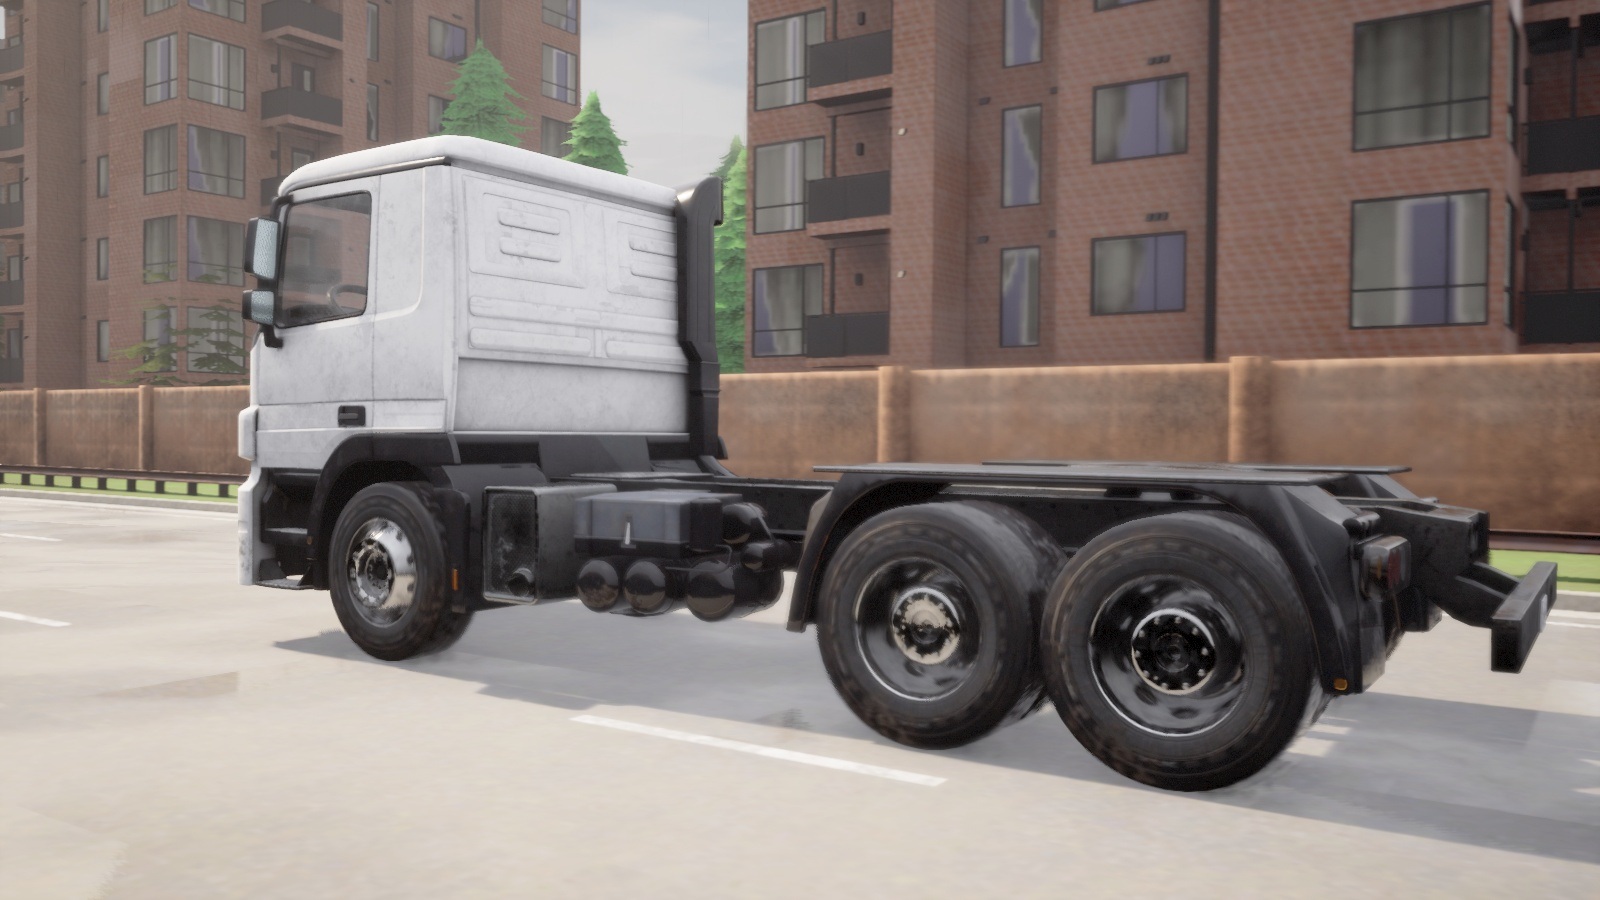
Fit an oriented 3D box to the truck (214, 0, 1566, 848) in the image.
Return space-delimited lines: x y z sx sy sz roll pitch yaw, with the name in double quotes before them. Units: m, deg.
"truck" 0.036 -0.354 7.782 7.936 3.462 2.891 0 1 34
